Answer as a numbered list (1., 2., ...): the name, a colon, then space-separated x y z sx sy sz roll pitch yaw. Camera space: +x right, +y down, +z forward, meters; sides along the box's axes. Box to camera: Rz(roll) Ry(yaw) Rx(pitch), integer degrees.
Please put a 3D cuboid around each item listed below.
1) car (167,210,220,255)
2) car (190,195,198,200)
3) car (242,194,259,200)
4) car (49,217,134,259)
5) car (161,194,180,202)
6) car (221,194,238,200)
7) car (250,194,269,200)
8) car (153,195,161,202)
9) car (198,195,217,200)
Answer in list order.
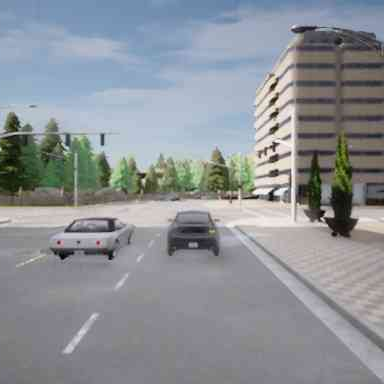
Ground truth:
1. car: 0.064 1.484 13.217 1.837 1.490 4.892 0 0 0
2. car: 1.889 1.404 87.323 2.033 1.411 5.357 0 0 42
3. car: 14.708 1.466 84.462 4.718 1.301 1.895 0 0 -34
4. car: -3.442 1.581 12.451 1.895 1.301 4.718 0 0 0
5. car: -4.225 1.245 71.427 2.097 1.767 4.553 0 0 20
6. car: 9.573 1.347 84.965 5.008 1.535 1.882 0 0 -41
7. car: 18.360 1.362 90.497 4.892 1.490 1.837 0 0 -22
8. car: -6.937 1.385 74.055 1.837 1.490 4.892 0 0 23
9. car: 4.297 1.463 84.764 1.895 1.301 4.718 0 0 42
